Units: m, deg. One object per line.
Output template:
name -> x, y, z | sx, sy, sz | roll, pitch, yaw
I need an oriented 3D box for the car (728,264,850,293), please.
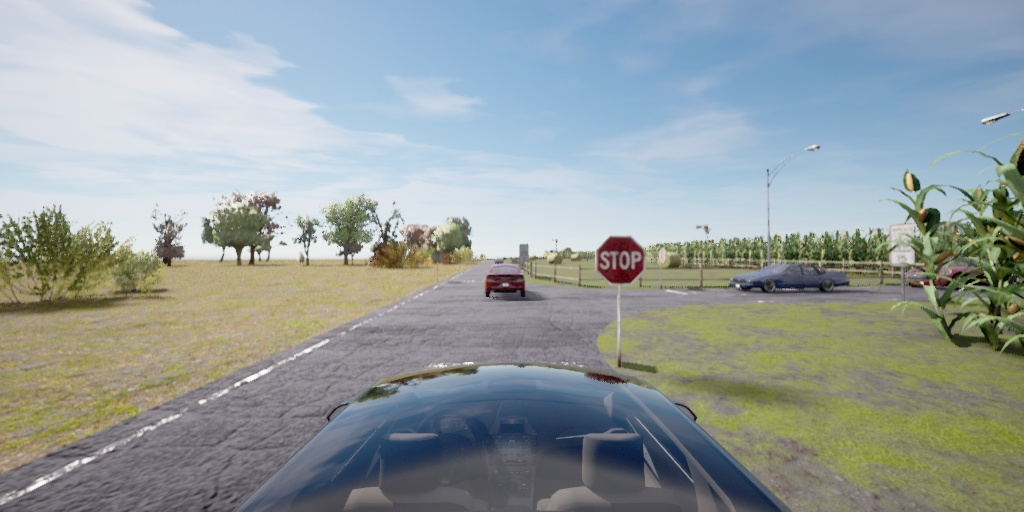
car -> 14.279, 1.117, 18.584 | 5.357, 1.411, 2.033 | -1, -1, -2

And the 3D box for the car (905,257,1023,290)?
car -> 23.762, 0.832, 18.993 | 4.553, 1.767, 2.097 | -1, -1, -2

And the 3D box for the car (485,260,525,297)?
car -> -0.375, 1.165, 18.564 | 1.882, 1.535, 5.008 | 0, 0, -2
